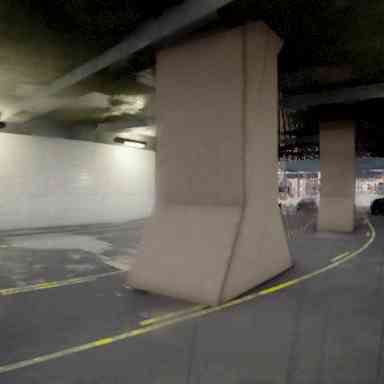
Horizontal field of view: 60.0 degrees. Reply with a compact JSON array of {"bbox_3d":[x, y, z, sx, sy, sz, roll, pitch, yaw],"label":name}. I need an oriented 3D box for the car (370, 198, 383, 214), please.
[{"bbox_3d":[19.421,1.362,33.937,1.882,1.535,5.008,0,0,26],"label":"car"}]

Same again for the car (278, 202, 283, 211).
[{"bbox_3d":[8.375,1.451,35.532,1.994,1.385,4.181,0,0,26],"label":"car"}]

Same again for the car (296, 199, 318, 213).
[{"bbox_3d":[12.625,1.430,36.260,2.033,1.411,5.357,0,0,26],"label":"car"}]
